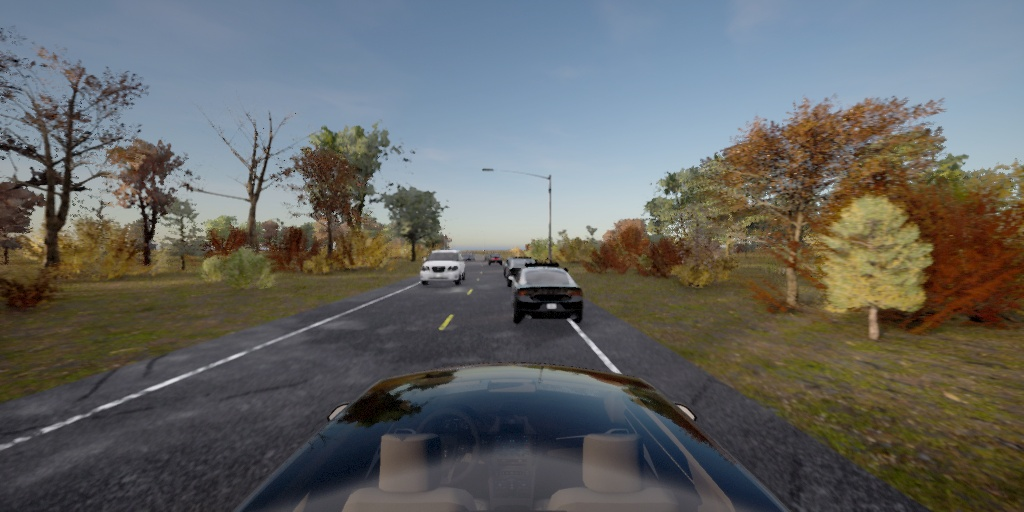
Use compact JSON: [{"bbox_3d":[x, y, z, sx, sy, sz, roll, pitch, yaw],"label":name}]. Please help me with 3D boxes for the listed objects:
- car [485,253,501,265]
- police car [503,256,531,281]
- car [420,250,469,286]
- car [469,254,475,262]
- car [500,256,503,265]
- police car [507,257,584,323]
[{"bbox_3d":[-2.304,0.466,48.875,1.837,1.490,4.892,0,1,-5],"label":"car"},{"bbox_3d":[0.610,0.844,21.584,1.930,1.638,5.238,0,1,-2],"label":"police car"},{"bbox_3d":[-4.087,0.635,22.074,2.150,2.045,5.566,0,1,-3],"label":"car"},{"bbox_3d":[-7.455,0.293,62.711,1.994,1.385,4.181,0,1,-6],"label":"car"},{"bbox_3d":[0.324,0.795,27.501,1.882,1.535,5.008,0,1,-3],"label":"car"},{"bbox_3d":[0.934,1.012,11.535,1.930,1.638,5.238,0,1,-1],"label":"police car"}]
